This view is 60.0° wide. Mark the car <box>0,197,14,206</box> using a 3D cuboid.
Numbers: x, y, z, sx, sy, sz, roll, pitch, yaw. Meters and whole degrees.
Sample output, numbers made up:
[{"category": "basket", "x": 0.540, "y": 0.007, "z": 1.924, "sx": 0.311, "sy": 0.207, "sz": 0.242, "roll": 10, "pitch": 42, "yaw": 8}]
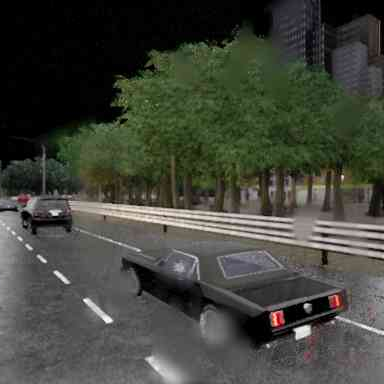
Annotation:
[{"category": "car", "x": -33.563, "y": 1.738, "z": 59.912, "sx": 2.128, "sy": 1.511, "sz": 4.902, "roll": 0, "pitch": 0, "yaw": -23}]

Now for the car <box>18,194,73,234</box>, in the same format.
[{"category": "car", "x": -8.842, "y": 1.306, "z": 20.112, "sx": 2.150, "sy": 2.045, "sz": 5.566, "roll": 0, "pitch": 0, "yaw": -34}]

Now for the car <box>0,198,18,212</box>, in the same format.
[{"category": "car", "x": -22.894, "y": 1.737, "z": 41.227, "sx": 1.994, "sy": 1.385, "sz": 4.181, "roll": 0, "pitch": 0, "yaw": -34}]

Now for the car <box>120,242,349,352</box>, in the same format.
[{"category": "car", "x": 0.293, "y": 1.629, "z": 6.387, "sx": 1.895, "sy": 1.301, "sz": 4.718, "roll": 0, "pitch": 0, "yaw": -34}]
